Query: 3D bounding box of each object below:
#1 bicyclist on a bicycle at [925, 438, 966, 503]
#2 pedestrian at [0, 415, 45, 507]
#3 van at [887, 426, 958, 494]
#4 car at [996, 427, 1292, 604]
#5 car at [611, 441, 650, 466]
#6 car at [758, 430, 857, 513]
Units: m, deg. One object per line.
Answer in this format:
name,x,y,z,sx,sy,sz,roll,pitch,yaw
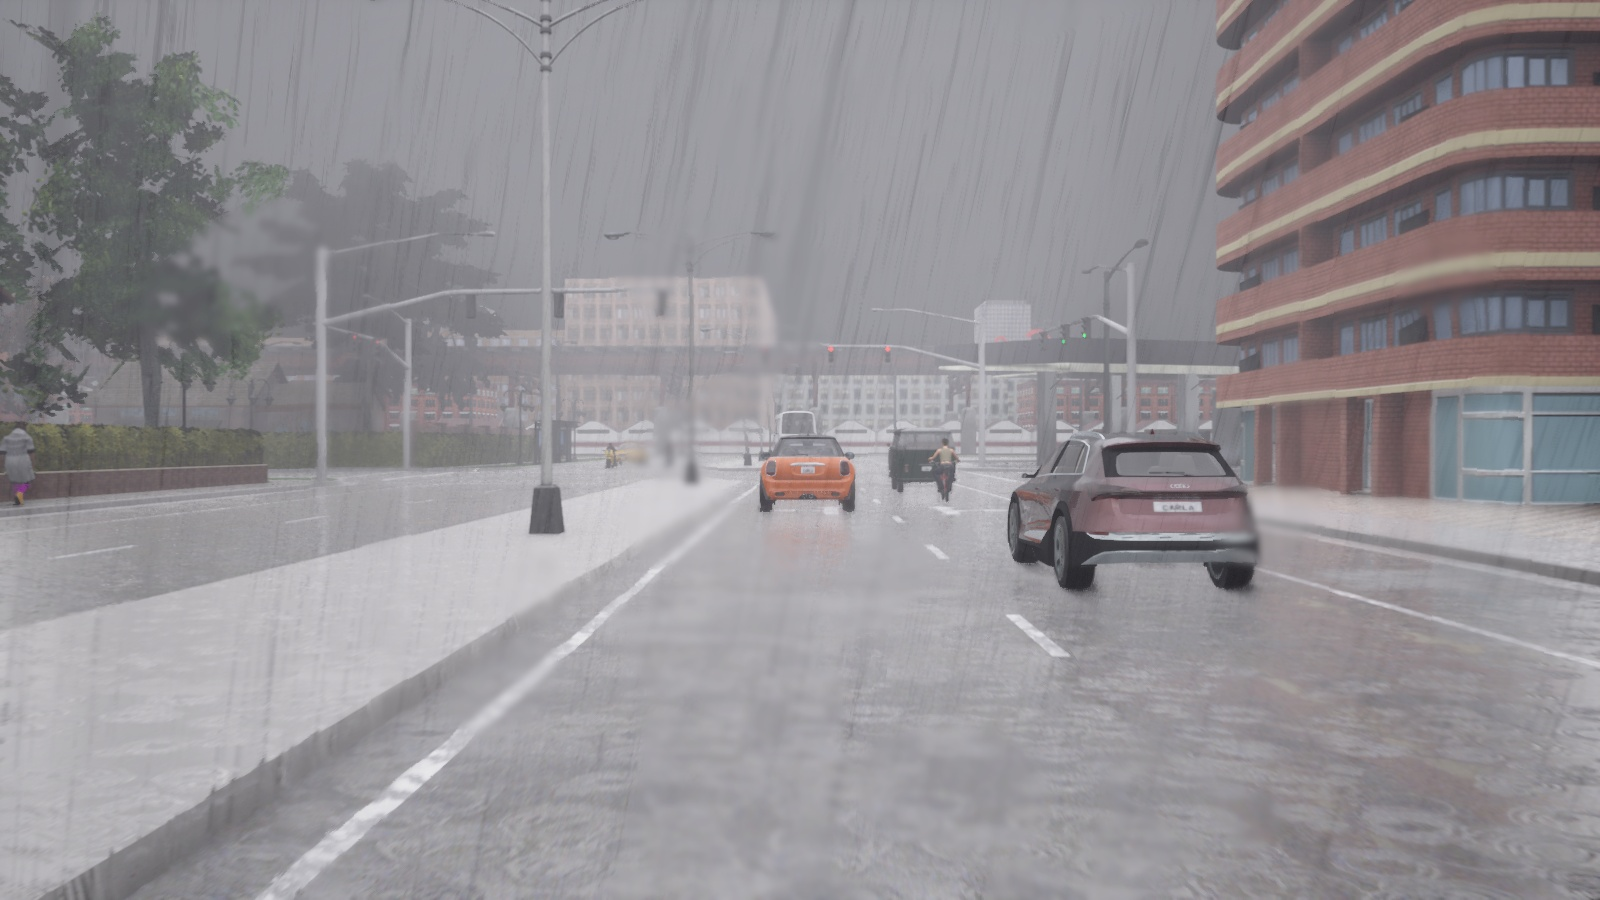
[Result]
bicyclist on a bicycle,3.698,0.505,32.026,0.866,1.612,1.509,0,1,0
pedestrian,-16.887,0.235,27.101,0.659,1.952,0.873,0,0,-1
van,3.737,0.283,38.818,1.775,1.987,4.442,0,0,0
car,3.596,0.600,14.174,2.033,1.649,4.856,0,0,0
car,-11.019,0.215,81.939,1.801,1.575,5.366,0,0,0
car,0.179,0.443,28.867,2.097,1.767,4.553,0,0,0
